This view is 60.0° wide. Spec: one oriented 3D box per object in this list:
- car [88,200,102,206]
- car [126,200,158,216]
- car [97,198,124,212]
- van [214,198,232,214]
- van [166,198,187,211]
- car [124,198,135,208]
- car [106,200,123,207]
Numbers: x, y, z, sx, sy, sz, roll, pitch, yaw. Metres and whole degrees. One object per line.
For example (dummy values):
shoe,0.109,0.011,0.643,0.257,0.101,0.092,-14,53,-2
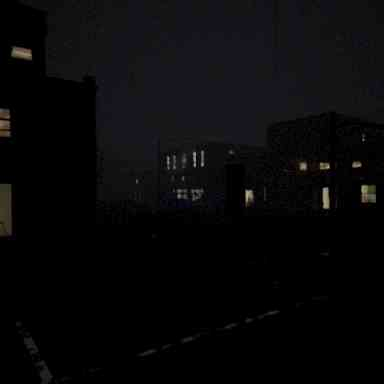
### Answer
car,-22.312,2.538,76.461,1.802,1.307,4.206,-2,0,-36
car,-5.654,2.008,39.425,1.752,1.417,4.829,-2,0,-36
car,-12.426,1.962,48.709,2.192,1.841,5.009,-2,0,-36
van,4.343,1.649,39.869,1.690,1.788,3.998,-2,0,-36
van,-2.322,1.811,49.016,1.690,1.788,3.998,-2,0,-36
car,-12.321,2.028,62.739,2.192,1.841,5.009,-2,0,-36
car,-15.646,2.376,67.313,1.802,1.307,4.206,-2,0,-36
